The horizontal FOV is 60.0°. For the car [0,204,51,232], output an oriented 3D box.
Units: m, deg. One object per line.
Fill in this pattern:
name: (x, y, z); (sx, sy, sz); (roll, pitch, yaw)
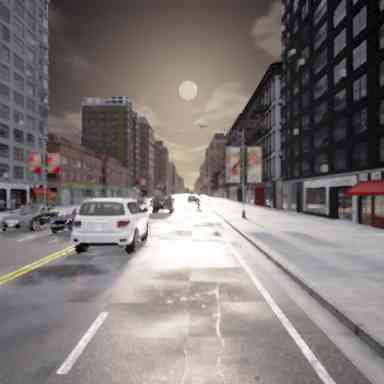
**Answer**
car: (-9.845, 1.543, 20.599); (2.128, 1.511, 4.902); (0, 0, 0)

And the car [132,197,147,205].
car: (-9.756, 1.699, 62.312); (2.033, 1.411, 5.357); (0, 0, 0)

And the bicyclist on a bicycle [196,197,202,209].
bicyclist on a bicycle: (0.888, 1.546, 43.333); (0.866, 1.612, 1.509); (0, -1, 0)

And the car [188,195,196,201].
car: (0.004, 1.634, 94.198); (2.128, 1.511, 4.902); (0, 0, 0)

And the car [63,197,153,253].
car: (-3.149, 1.256, 13.903); (2.150, 2.045, 5.566); (0, 0, 0)

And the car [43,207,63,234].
car: (-6.597, 1.649, 19.543); (1.895, 1.301, 4.718); (0, 0, 0)

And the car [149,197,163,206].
car: (-6.522, 1.648, 60.784); (2.128, 1.511, 4.902); (0, 0, 1)

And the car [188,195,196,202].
car: (0.003, 1.538, 78.696); (2.097, 1.767, 4.553); (0, 0, 0)

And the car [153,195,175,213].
car: (-3.148, 1.316, 37.670); (2.150, 2.045, 5.566); (0, 0, 0)

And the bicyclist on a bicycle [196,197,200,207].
bicyclist on a bicycle: (0.898, 1.584, 52.276); (0.582, 1.620, 1.656); (0, -1, 0)
